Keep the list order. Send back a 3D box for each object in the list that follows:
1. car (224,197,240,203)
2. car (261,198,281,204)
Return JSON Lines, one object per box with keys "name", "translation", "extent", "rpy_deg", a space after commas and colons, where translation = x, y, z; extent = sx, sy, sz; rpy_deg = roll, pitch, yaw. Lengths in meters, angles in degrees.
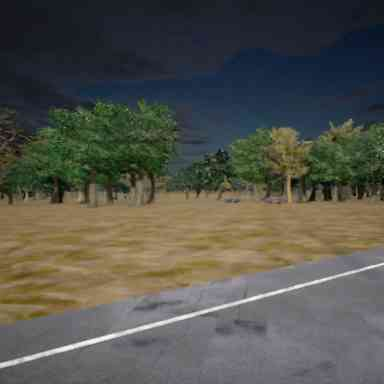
{"name": "car", "translation": [9.337, 1.917, 78.212], "extent": [1.994, 1.385, 4.181], "rpy_deg": [2, -2, -35]}
{"name": "car", "translation": [16.229, 1.852, 68.199], "extent": [1.994, 1.385, 4.181], "rpy_deg": [2, -2, -35]}
